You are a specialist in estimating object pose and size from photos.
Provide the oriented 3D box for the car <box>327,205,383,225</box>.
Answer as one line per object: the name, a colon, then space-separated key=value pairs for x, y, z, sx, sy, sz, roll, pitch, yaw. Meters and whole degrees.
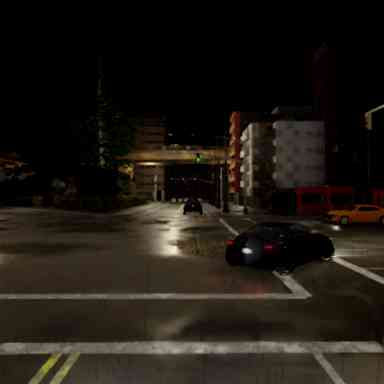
car: x=13.139 y=1.744 z=26.071 sx=5.008 sy=1.535 sz=1.882 roll=1 pitch=0 yaw=0

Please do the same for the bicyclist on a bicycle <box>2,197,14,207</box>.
bicyclist on a bicycle: x=-29.326 y=1.626 z=53.030 sx=0.582 sy=1.620 sz=1.656 roll=0 pitch=0 yaw=44

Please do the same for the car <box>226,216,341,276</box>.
car: x=2.982 y=1.662 z=10.915 sx=1.994 sy=1.385 sz=4.181 roll=-1 pitch=-1 yaw=44

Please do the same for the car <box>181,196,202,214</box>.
car: x=0.109 y=1.588 z=38.711 sx=2.097 sy=1.767 sz=4.553 roll=0 pitch=0 yaw=0
